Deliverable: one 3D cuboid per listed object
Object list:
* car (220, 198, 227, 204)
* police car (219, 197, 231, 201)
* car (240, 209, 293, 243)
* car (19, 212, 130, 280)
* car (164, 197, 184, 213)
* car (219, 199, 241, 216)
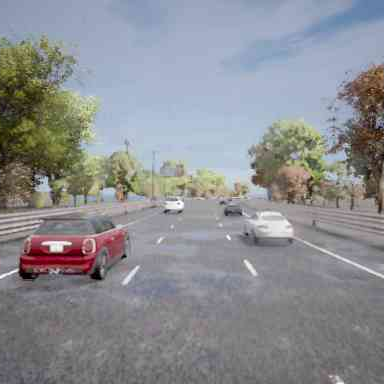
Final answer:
[{"bbox_3d":[8.393,2.413,87.391,1.812,1.442,4.674,0,-1,6],"label":"car"},{"bbox_3d":[7.249,2.272,76.575,2.038,1.542,4.974,0,-1,6],"label":"police car"},{"bbox_3d":[3.797,1.689,16.928,1.812,1.442,4.674,0,0,1],"label":"car"},{"bbox_3d":[-3.329,1.439,10.361,2.097,1.767,4.553,0,-1,1],"label":"car"},{"bbox_3d":[-2.253,1.625,42.833,2.150,2.045,5.566,0,0,3],"label":"car"},{"bbox_3d":[4.506,1.855,37.496,2.128,1.511,4.902,0,0,3],"label":"car"}]
